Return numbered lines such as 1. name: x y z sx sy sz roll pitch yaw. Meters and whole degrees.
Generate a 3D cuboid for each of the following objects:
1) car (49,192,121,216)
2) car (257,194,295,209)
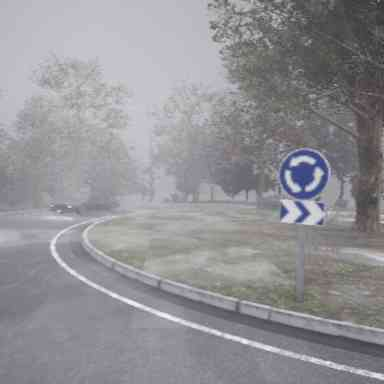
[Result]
1. car: -7.011 0.730 22.559 2.033 1.411 5.357 2 2 23
2. car: 8.471 0.908 32.241 4.181 1.385 1.994 2 1 4
